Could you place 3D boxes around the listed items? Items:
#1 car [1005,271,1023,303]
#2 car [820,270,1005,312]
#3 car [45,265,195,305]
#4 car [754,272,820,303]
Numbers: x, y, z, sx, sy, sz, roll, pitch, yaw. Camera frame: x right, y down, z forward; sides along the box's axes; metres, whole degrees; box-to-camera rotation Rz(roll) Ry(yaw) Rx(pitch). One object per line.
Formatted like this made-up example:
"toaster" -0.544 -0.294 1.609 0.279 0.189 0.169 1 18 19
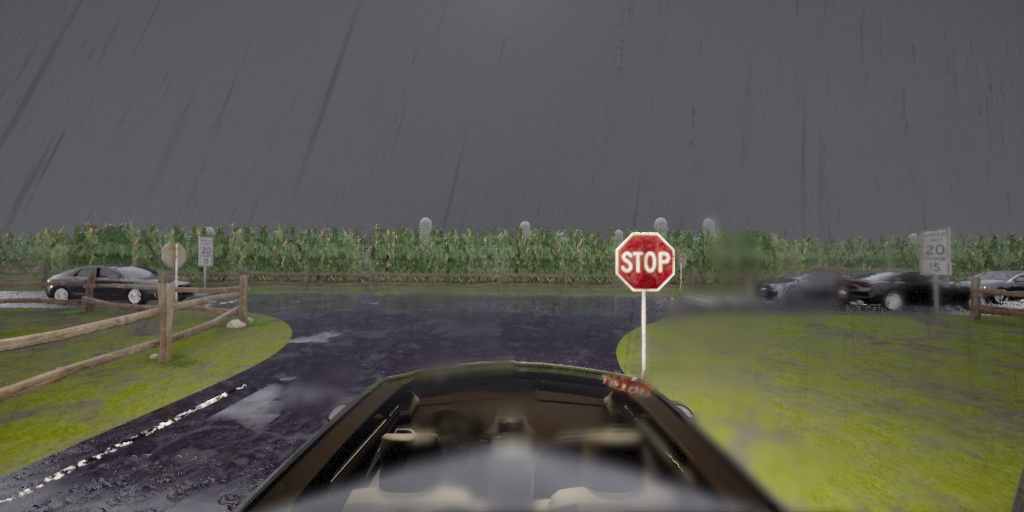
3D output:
"car" 23.622 1.467 17.104 4.902 1.511 2.128 0 -1 0
"car" 15.696 1.339 14.265 5.008 1.535 1.882 0 -1 1
"car" -15.524 1.130 14.340 4.892 1.490 1.837 0 -1 2
"car" 14.102 1.461 17.159 4.181 1.385 1.994 0 -1 1
